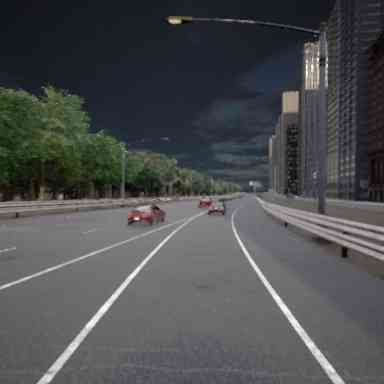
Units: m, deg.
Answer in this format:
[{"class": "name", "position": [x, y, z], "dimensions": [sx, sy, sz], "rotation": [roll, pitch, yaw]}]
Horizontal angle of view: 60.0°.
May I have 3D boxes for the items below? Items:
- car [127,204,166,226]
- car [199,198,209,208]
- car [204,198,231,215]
[{"class": "car", "position": [-3.226, 1.595, 24.124], "dimensions": [1.812, 1.442, 4.674], "rotation": [0, 0, 10]}, {"class": "car", "position": [2.286, 1.749, 54.053], "dimensions": [1.882, 1.535, 5.008], "rotation": [0, 0, 10]}, {"class": "car", "position": [2.938, 1.740, 37.450], "dimensions": [2.033, 1.411, 5.357], "rotation": [0, 0, 9]}]
